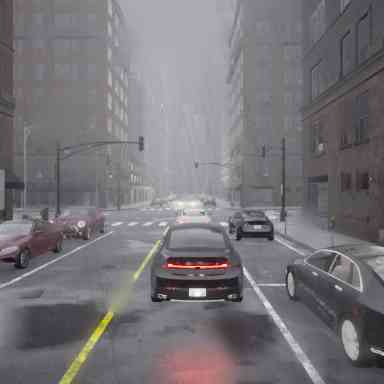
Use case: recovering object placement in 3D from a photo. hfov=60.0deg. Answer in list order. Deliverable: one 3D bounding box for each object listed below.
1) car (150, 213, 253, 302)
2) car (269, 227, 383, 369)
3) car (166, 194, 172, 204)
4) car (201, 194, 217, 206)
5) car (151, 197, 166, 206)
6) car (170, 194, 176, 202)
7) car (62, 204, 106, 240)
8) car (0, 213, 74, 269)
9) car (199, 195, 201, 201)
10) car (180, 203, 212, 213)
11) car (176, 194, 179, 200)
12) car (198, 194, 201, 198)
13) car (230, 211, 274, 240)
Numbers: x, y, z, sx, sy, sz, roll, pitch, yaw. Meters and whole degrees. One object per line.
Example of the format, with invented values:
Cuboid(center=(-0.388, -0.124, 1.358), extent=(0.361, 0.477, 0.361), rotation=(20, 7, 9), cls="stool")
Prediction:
Cuboid(center=(0.099, 1.505, 8.226), extent=(1.837, 1.490, 4.892), rotation=(0, 0, 0), cls="car")
Cuboid(center=(2.856, 1.551, 5.558), extent=(2.008, 1.369, 4.403), rotation=(0, 0, 0), cls="car")
Cuboid(center=(-5.608, 1.606, 64.482), extent=(2.008, 1.369, 4.403), rotation=(0, 0, 0), cls="car")
Cuboid(center=(2.895, 1.476, 53.651), extent=(1.967, 1.590, 4.097), rotation=(0, 0, 0), cls="car")
Cuboid(center=(-5.629, 1.617, 53.665), extent=(1.802, 1.307, 4.206), rotation=(0, 0, 0), cls="car")
Cuboid(center=(-5.578, 1.625, 80.537), extent=(1.752, 1.417, 4.829), rotation=(0, 0, 0), cls="car")
Cuboid(center=(-5.668, 1.441, 16.562), extent=(1.967, 1.590, 4.097), rotation=(0, 0, 0), cls="car")
Cuboid(center=(-5.669, 1.582, 11.060), extent=(1.802, 1.307, 4.206), rotation=(0, 0, 0), cls="car")
Cuboid(center=(2.917, 1.606, 64.469), extent=(2.008, 1.369, 4.403), rotation=(0, 0, 0), cls="car")
Cuboid(center=(0.084, 1.526, 17.373), extent=(1.812, 1.442, 4.674), rotation=(0, 0, -1), cls="car")
Cuboid(center=(-5.558, 1.456, 91.525), extent=(2.192, 1.841, 5.009), rotation=(0, 0, 0), cls="car")
Cuboid(center=(2.936, 1.523, 75.287), extent=(1.967, 1.590, 4.097), rotation=(0, 0, 0), cls="car")
Cuboid(center=(2.857, 1.566, 16.561), extent=(1.947, 1.339, 4.313), rotation=(0, 0, 0), cls="car")
